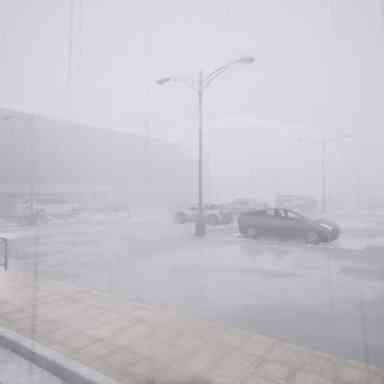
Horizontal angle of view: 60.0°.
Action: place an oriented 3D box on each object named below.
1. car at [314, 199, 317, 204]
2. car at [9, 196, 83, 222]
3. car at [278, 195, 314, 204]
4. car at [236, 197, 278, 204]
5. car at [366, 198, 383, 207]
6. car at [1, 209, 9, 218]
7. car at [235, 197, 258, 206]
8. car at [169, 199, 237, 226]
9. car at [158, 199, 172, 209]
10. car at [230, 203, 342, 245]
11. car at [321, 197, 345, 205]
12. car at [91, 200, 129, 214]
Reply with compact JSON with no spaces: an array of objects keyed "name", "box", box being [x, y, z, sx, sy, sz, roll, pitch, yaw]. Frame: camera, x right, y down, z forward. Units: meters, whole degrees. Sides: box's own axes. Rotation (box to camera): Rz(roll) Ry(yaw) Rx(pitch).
[{"name":"car","box":[12.888,1.289,40.931,4.605,1.855,1.932,0,0,35]},{"name":"car","box":[-12.258,1.398,28.868,2.150,2.045,5.566,0,0,35]},{"name":"car","box":[11.549,1.269,38.320,3.866,1.878,1.905,0,0,35]},{"name":"car","box":[4.169,1.345,27.868,5.027,1.636,2.152,0,0,35]},{"name":"car","box":[28.063,1.576,49.318,3.806,1.475,1.970,0,0,35]},{"name":"car","box":[-15.373,1.740,30.994,1.994,1.385,4.181,0,0,35]},{"name":"car","box":[9.926,1.667,60.399,2.128,1.511,4.902,0,0,35]},{"name":"car","box":[0.732,1.424,22.439,3.806,1.475,1.970,0,0,35]},{"name":"car","box":[-3.085,1.740,48.352,1.994,1.385,4.181,0,0,35]},{"name":"car","box":[4.378,1.490,15.381,4.514,1.523,2.007,0,0,35]},{"name":"car","box":[23.720,1.565,56.033,3.633,1.501,1.845,0,0,35]},{"name":"car","box":[-9.568,1.681,39.208,1.837,1.490,4.892,0,0,35]}]
